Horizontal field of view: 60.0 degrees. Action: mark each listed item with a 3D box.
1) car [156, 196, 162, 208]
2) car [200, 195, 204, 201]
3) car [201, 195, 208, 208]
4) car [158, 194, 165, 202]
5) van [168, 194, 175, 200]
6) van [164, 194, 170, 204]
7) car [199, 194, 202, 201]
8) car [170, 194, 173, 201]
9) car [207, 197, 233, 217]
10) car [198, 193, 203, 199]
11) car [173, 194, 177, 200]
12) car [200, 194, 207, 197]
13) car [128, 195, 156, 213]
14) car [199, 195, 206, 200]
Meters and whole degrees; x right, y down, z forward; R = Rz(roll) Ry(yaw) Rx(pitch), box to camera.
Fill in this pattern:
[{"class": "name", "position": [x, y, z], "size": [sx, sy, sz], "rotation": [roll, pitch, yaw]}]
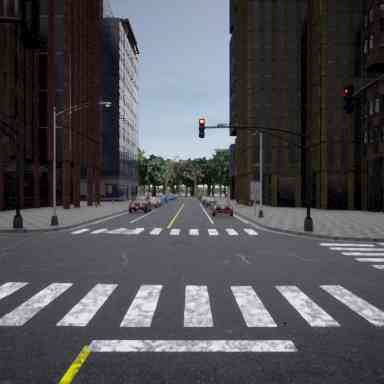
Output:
[{"class": "car", "position": [-5.744, 1.588, 48.058], "size": [1.802, 1.307, 4.206], "rotation": [0, 0, 0]}, {"class": "car", "position": [2.784, 1.553, 53.492], "size": [1.887, 1.381, 4.507], "rotation": [0, 0, 0]}, {"class": "car", "position": [2.781, 1.557, 48.054], "size": [2.008, 1.369, 4.403], "rotation": [0, 0, 0]}, {"class": "car", "position": [-5.742, 1.534, 53.326], "size": [1.752, 1.417, 4.829], "rotation": [0, 0, 0]}, {"class": "van", "position": [-5.727, 1.371, 91.559], "size": [1.690, 1.788, 3.998], "rotation": [0, 0, 0]}, {"class": "van", "position": [-5.738, 1.354, 64.371], "size": [1.690, 1.788, 3.998], "rotation": [0, 0, 0]}, {"class": "car", "position": [2.788, 1.538, 64.537], "size": [1.752, 1.417, 4.829], "rotation": [0, 0, 0]}, {"class": "car", "position": [-5.735, 1.566, 69.809], "size": [2.008, 1.369, 4.403], "rotation": [0, 0, 0]}, {"class": "car", "position": [2.775, 1.442, 31.742], "size": [1.967, 1.590, 4.097], "rotation": [0, 0, 0]}, {"class": "car", "position": [2.792, 1.544, 75.412], "size": [1.752, 1.417, 4.829], "rotation": [0, 0, 0]}, {"class": "car", "position": [-5.729, 1.591, 86.121], "size": [1.947, 1.339, 4.313], "rotation": [0, 0, 0]}, {"class": "car", "position": [2.786, 1.555, 58.930], "size": [1.887, 1.381, 4.507], "rotation": [0, 0, 0]}, {"class": "car", "position": [-5.748, 1.318, 37.183], "size": [2.192, 1.841, 5.009], "rotation": [0, 0, 0]}, {"class": "car", "position": [2.798, 1.555, 91.725], "size": [1.752, 1.417, 4.829], "rotation": [0, 0, 0]}]
